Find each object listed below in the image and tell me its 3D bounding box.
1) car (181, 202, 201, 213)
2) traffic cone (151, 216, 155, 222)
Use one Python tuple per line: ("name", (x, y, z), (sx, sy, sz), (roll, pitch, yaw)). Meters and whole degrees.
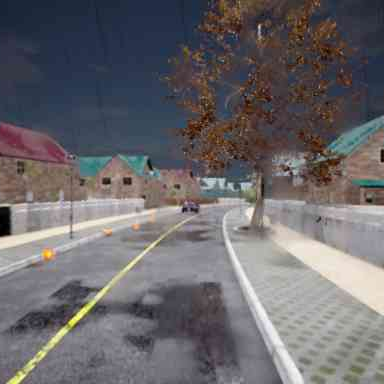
("car", (-0.098, 1.959, 42.055), (1.994, 1.385, 4.181), (0, -1, 9))
("traffic cone", (-3.196, 2.157, 27.220), (0.340, 0.580, 0.340), (0, -1, 6))
